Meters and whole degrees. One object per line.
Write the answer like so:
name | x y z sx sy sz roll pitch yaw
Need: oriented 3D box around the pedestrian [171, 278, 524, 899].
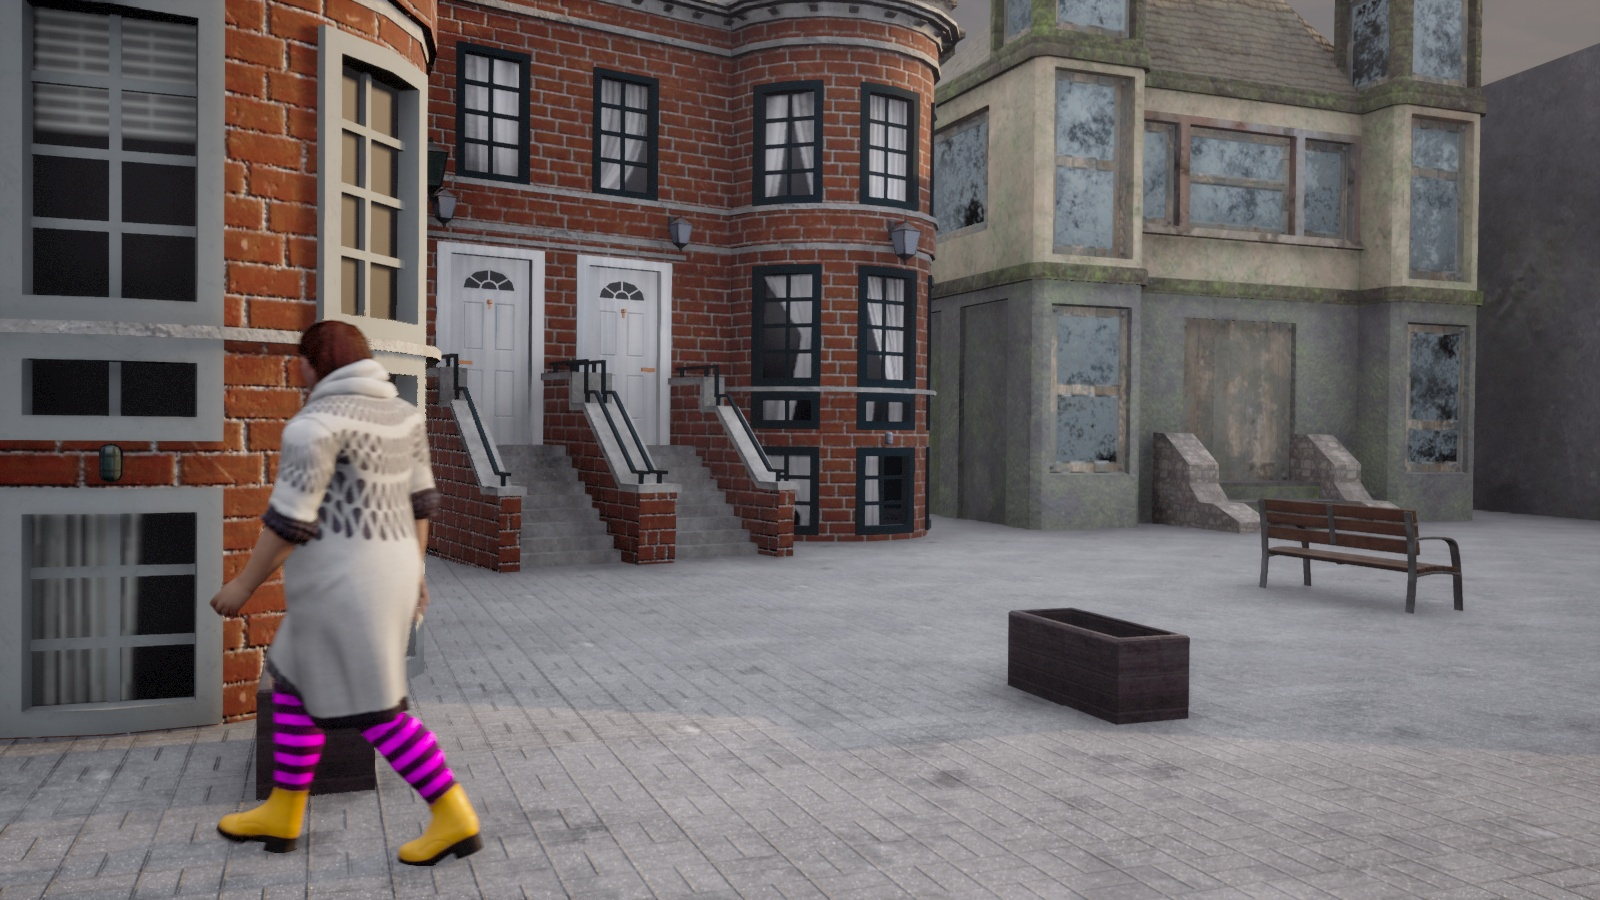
pedestrian | -1.464 0.456 4.176 0.873 1.952 0.659 -1 1 6
